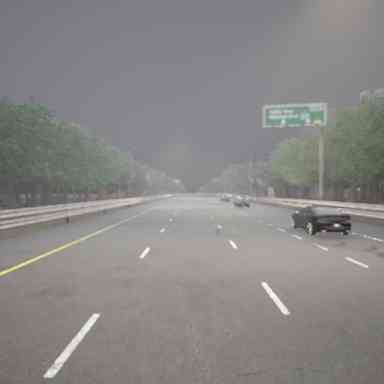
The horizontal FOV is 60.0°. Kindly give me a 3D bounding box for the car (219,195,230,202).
[{"bbox_3d":[7.163,1.497,73.424,1.812,1.442,4.674,0,0,0],"label":"car"}]

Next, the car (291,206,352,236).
[{"bbox_3d":[7.025,1.493,18.606,1.882,1.535,5.008,0,0,0],"label":"car"}]

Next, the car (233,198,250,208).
[{"bbox_3d":[7.101,1.584,48.460,1.895,1.301,4.718,0,0,0],"label":"car"}]
